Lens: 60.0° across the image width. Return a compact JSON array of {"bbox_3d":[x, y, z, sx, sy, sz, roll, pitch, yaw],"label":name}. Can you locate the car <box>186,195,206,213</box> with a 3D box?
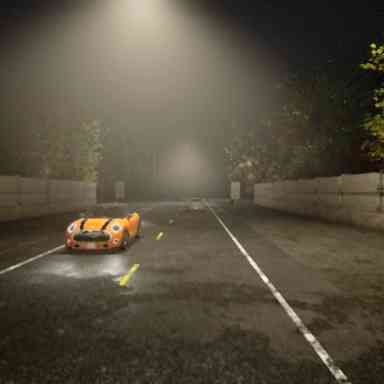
[{"bbox_3d":[0.396,1.278,33.480,1.812,1.442,4.674,-1,0,1],"label":"car"}]

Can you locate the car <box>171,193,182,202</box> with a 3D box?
[{"bbox_3d":[-2.810,1.037,60.402,1.837,1.490,4.892,0,1,1],"label":"car"}]

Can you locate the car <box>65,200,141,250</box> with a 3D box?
[{"bbox_3d":[-3.445,1.249,13.674,2.097,1.767,4.553,0,0,1],"label":"car"}]

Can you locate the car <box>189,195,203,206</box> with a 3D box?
[{"bbox_3d":[0.598,1.163,46.533,1.837,1.490,4.892,0,0,1],"label":"car"}]
